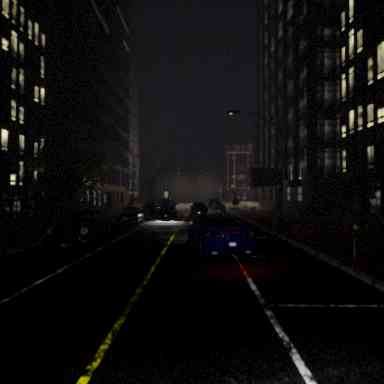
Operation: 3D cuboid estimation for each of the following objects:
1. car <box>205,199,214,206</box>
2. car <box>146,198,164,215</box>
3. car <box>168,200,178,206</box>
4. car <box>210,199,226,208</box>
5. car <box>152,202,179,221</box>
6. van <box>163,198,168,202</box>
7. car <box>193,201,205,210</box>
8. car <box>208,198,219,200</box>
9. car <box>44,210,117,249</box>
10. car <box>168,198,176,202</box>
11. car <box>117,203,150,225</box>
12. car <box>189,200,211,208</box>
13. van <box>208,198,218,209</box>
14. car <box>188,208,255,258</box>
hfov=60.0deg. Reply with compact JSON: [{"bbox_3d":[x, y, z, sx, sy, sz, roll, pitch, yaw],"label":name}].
[{"bbox_3d":[4.011,2.353,76.311,1.752,1.417,4.829,0,-1,1],"label":"car"},{"bbox_3d":[-4.617,1.838,37.391,1.967,1.590,4.097,0,-1,1],"label":"car"},{"bbox_3d":[-3.978,2.343,70.734,1.802,1.307,4.206,0,-1,1],"label":"car"},{"bbox_3d":[3.368,2.013,42.797,2.008,1.369,4.403,0,-1,1],"label":"car"},{"bbox_3d":[-2.268,1.897,31.229,1.994,1.385,4.181,0,-1,1],"label":"car"},{"bbox_3d":[-4.511,1.800,42.950,1.690,1.788,3.998,0,-1,1],"label":"van"},{"bbox_3d":[1.104,2.175,53.271,1.895,1.301,4.718,0,-1,1],"label":"car"},{"bbox_3d":[3.581,1.898,53.914,2.192,1.841,5.009,0,-1,1],"label":"car"},{"bbox_3d":[-5.044,1.599,15.162,1.967,1.590,4.097,0,-1,1],"label":"car"},{"bbox_3d":[-4.298,1.894,54.065,2.192,1.841,5.009,0,-1,1],"label":"car"},{"bbox_3d":[-4.831,1.829,26.275,2.008,1.369,4.403,0,-1,1],"label":"car"},{"bbox_3d":[0.776,1.895,36.295,1.837,1.490,4.892,0,-1,1],"label":"car"},{"bbox_3d":[3.688,1.985,59.471,1.690,1.788,3.998,0,-1,1],"label":"van"},{"bbox_3d":[0.995,1.623,13.544,1.882,1.535,5.008,0,-1,-8],"label":"car"}]
